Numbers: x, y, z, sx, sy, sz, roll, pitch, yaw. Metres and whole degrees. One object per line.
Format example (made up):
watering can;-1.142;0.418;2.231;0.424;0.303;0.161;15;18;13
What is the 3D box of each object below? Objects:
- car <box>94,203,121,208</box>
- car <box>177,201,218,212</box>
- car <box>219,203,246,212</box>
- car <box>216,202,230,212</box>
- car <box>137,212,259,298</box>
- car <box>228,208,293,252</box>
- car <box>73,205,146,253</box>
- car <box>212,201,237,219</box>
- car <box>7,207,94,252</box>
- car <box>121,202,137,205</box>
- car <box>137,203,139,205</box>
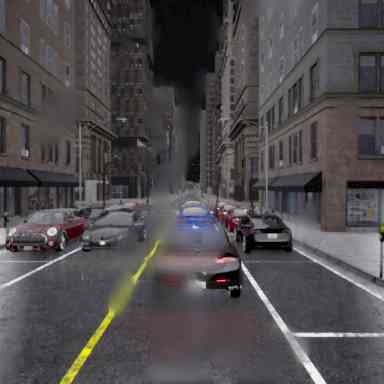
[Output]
car;-5.711;1.563;19.113;1.947;1.339;4.313;-1;0;0
car;0.159;1.475;18.018;1.882;1.535;5.008;0;0;0
car;2.814;1.542;19.084;1.887;1.381;4.507;-1;0;0
car;2.832;1.542;24.590;1.887;1.381;4.507;-1;0;0
car;0.126;1.489;8.513;2.128;1.511;4.902;0;0;0
car;2.796;1.563;13.580;1.947;1.339;4.313;-1;0;0
car;-3.046;1.503;13.796;1.837;1.490;4.892;0;0;0
car;2.850;1.542;30.095;1.887;1.381;4.507;-1;0;0
car;-5.731;1.438;13.607;1.967;1.590;4.097;-1;0;0
car;-5.693;1.548;24.618;2.008;1.369;4.403;-1;0;0
car;-5.675;1.542;30.124;1.887;1.381;4.507;-1;0;0
